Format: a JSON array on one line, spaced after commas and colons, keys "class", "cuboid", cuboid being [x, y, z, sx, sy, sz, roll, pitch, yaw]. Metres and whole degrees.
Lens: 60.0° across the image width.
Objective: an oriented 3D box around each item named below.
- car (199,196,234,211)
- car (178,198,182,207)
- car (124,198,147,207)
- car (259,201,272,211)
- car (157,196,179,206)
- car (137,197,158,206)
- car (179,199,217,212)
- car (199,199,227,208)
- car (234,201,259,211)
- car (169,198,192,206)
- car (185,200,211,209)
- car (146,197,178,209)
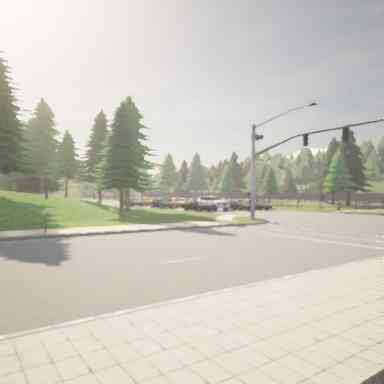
[{"class": "car", "cuboid": [2.876, 1.562, 46.359, 2.150, 2.045, 5.566, 1, 0, -34]}, {"class": "car", "cuboid": [-2.728, 1.819, 54.340, 1.882, 1.535, 5.008, 1, 0, -35]}, {"class": "car", "cuboid": [-10.521, 1.849, 59.388, 2.033, 1.411, 5.357, 1, 0, -36]}, {"class": "car", "cuboid": [9.362, 1.969, 49.294, 2.033, 1.411, 5.357, 1, 0, -35]}, {"class": "car", "cuboid": [-4.629, 1.735, 63.211, 2.097, 1.767, 4.553, 1, 0, -35]}, {"class": "car", "cuboid": [-8.383, 1.820, 62.460, 1.882, 1.535, 5.008, 1, 0, -34]}, {"class": "car", "cuboid": [0.683, 1.900, 43.370, 1.895, 1.301, 4.718, 1, 0, -35]}, {"class": "car", "cuboid": [3.579, 1.970, 57.545, 2.033, 1.411, 5.357, 1, 0, -35]}, {"class": "car", "cuboid": [6.433, 1.928, 47.369, 2.033, 1.411, 5.357, 1, 0, -35]}, {"class": "car", "cuboid": [-2.368, 1.972, 66.124, 2.033, 1.411, 5.357, 1, 0, -34]}, {"class": "car", "cuboid": [0.931, 1.983, 55.222, 1.895, 1.301, 4.718, 1, 0, -35]}, {"class": "car", "cuboid": [-4.664, 1.805, 50.999, 1.837, 1.490, 4.892, 1, 0, -35]}]
